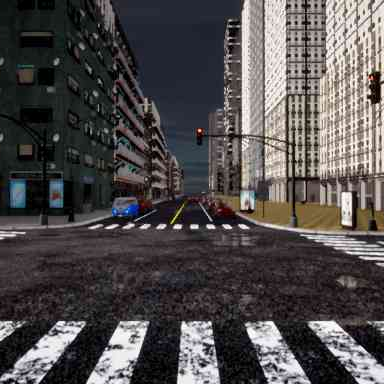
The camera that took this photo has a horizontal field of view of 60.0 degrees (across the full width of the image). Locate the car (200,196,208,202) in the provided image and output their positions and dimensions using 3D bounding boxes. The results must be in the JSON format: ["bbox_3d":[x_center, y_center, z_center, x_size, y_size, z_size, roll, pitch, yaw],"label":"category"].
[{"bbox_3d":[2.775,1.634,78.132,1.802,1.307,4.206,0,0,0],"label":"car"}]

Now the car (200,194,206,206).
[{"bbox_3d":[2.754,1.468,56.022,1.967,1.590,4.097,0,0,0],"label":"car"}]

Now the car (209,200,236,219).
[{"bbox_3d":[2.726,1.591,28.383,1.802,1.307,4.206,0,0,0],"label":"car"}]

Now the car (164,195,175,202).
[{"bbox_3d":[-5.604,1.492,78.141,1.967,1.590,4.097,0,0,0],"label":"car"}]

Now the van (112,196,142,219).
[{"bbox_3d":[-5.653,1.351,28.393,1.690,1.788,3.998,0,0,0],"label":"van"}]

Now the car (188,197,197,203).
[{"bbox_3d":[0.169,1.643,69.688,1.895,1.301,4.718,0,0,0],"label":"car"}]

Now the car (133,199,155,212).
[{"bbox_3d":[-5.644,1.560,39.449,1.887,1.381,4.507,0,0,0],"label":"car"}]

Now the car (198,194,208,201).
[{"bbox_3d":[2.782,1.373,83.660,2.192,1.841,5.009,0,0,0],"label":"car"}]

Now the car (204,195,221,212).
[{"bbox_3d":[2.738,1.456,39.439,1.967,1.590,4.097,0,0,0],"label":"car"}]

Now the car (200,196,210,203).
[{"bbox_3d":[2.770,1.590,72.605,1.887,1.381,4.507,0,0,0],"label":"car"}]

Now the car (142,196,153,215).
[{"bbox_3d":[-5.648,1.327,33.921,2.192,1.841,5.009,0,0,0],"label":"car"}]
